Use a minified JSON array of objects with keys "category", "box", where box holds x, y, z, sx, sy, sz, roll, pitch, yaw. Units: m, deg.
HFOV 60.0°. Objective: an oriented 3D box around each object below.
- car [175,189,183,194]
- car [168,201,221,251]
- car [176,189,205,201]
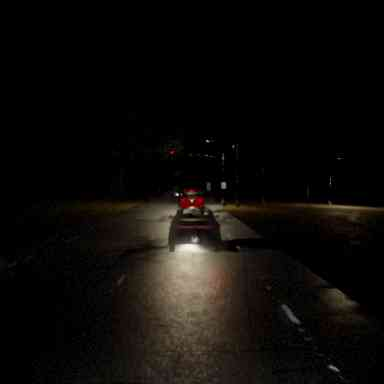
[{"category":"car","box":[-3.554,-0.213,94.943,2.128,1.511,4.902,0,1,0]},{"category":"car","box":[0.092,1.334,13.229,2.128,1.511,4.902,0,1,0]},{"category":"car","box":[-0.017,0.805,30.533,2.150,2.045,5.566,0,1,0]}]
